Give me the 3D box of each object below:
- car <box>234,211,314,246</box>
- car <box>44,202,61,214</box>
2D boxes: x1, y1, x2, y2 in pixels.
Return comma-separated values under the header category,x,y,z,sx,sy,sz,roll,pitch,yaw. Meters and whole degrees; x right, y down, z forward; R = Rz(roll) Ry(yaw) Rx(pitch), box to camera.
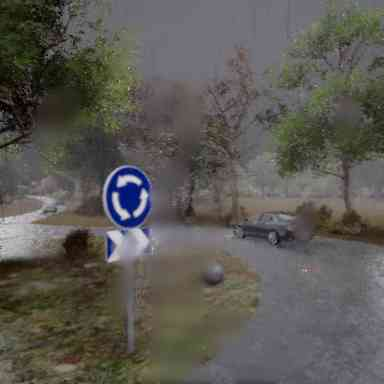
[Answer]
category,x,y,z,sx,sy,sz,roll,pitch,yaw
car,3.941,1.752,16.819,1.837,1.490,4.892,1,-2,-24
car,-25.498,3.126,60.183,1.994,1.385,4.181,-2,0,-16
